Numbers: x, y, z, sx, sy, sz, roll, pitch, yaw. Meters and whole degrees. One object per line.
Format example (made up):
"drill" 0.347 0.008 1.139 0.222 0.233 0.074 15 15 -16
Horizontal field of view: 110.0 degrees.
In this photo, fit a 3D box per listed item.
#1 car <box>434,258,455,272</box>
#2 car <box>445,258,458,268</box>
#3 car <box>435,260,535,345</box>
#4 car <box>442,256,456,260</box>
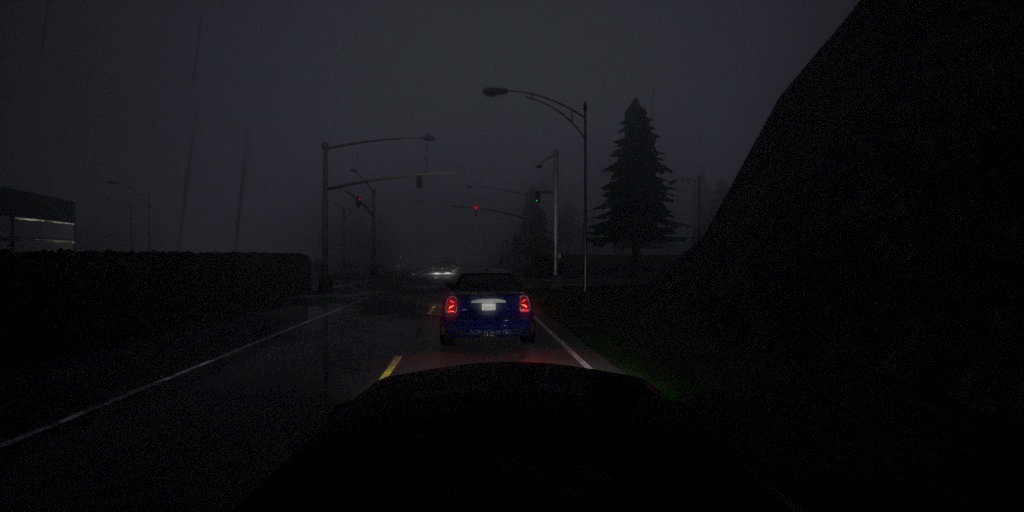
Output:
"car" -8.549 1.313 44.807 1.994 1.385 4.181 0 0 -7
"car" -10.813 1.227 64.427 1.882 1.535 5.008 0 0 -6
"car" -0.729 1.102 9.727 2.097 1.767 4.553 0 0 -6
"car" -9.650 0.971 54.196 2.150 2.045 5.566 0 0 -7
